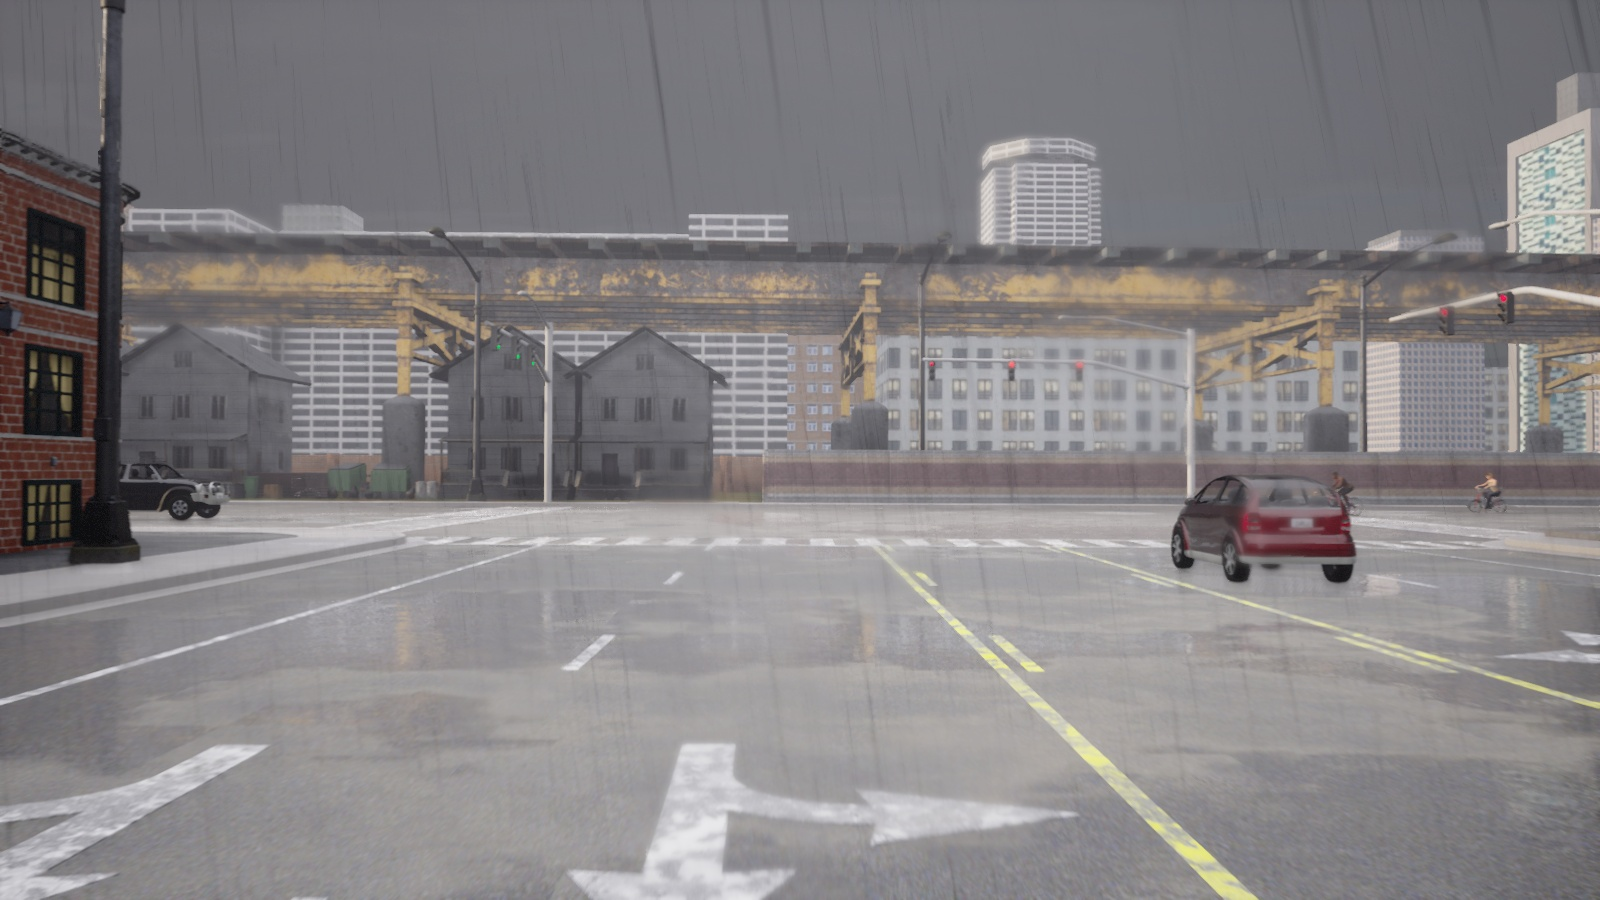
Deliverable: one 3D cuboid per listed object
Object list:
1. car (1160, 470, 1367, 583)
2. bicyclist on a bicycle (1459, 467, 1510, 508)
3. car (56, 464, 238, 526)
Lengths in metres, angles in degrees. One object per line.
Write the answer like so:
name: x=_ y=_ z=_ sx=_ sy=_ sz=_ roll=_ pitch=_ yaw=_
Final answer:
car: x=6.952 y=1.088 z=19.245 sx=1.789 sy=1.549 sz=3.705 roll=0 pitch=-1 yaw=0
bicyclist on a bicycle: x=26.803 y=1.467 z=49.192 sx=1.509 sy=1.612 sz=0.866 roll=0 pitch=-1 yaw=0
car: x=-20.003 y=1.358 z=38.603 sx=4.605 sy=1.855 sz=1.932 roll=0 pitch=-1 yaw=0
